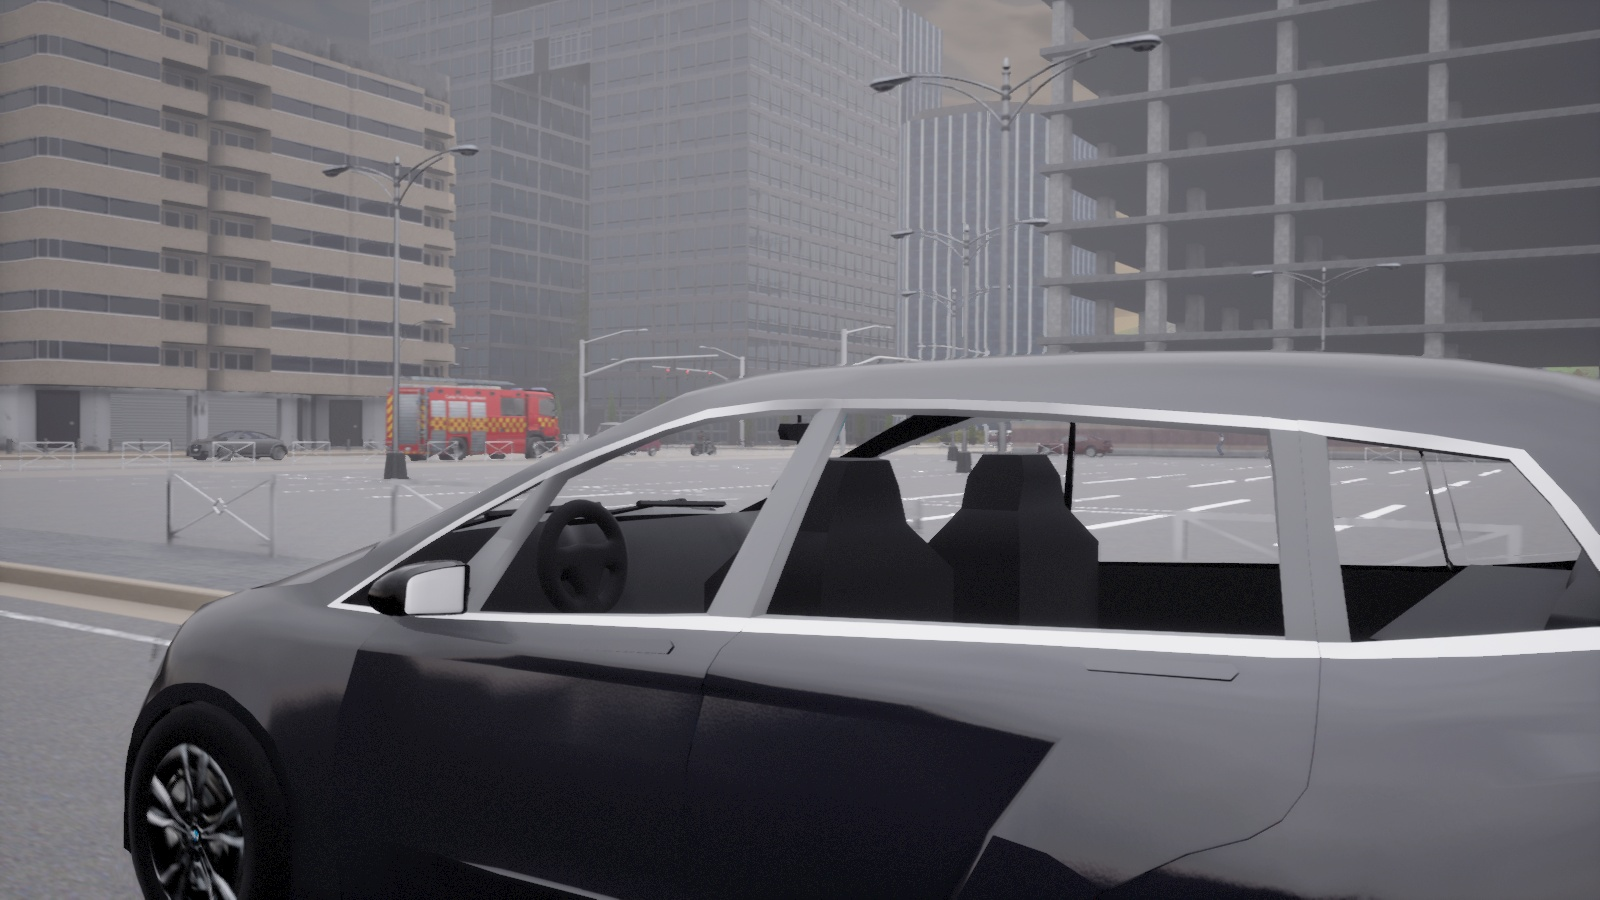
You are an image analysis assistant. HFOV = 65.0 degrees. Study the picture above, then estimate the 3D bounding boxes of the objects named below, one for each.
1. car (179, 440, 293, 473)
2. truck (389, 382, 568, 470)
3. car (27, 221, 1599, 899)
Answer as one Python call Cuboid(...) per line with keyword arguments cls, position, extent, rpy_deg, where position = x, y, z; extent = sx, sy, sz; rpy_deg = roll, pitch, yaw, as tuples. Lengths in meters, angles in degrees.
Cuboid(cls="car", position=(-25.050, 0.260, 55.884), extent=(1.994, 1.385, 4.181), rpy_deg=(0, 1, 32))
Cuboid(cls="truck", position=(-14.885, -1.103, 58.952), extent=(2.891, 3.827, 8.468), rpy_deg=(0, 1, 32))
Cuboid(cls="car", position=(0.195, 0.526, 3.491), extent=(4.611, 1.667, 2.242), rpy_deg=(0, 1, 34))
